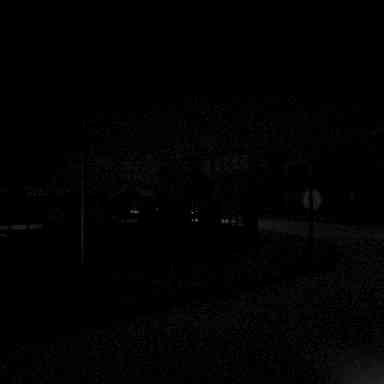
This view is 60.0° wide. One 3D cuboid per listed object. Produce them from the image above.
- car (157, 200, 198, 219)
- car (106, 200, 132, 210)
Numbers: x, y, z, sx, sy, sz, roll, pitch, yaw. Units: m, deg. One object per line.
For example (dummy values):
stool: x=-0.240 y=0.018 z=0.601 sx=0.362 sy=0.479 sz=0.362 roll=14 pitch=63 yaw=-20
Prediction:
car: x=-1.374 y=1.502 z=29.664 sx=1.837 sy=1.490 sz=4.892 roll=0 pitch=0 yaw=-35
car: x=-9.290 y=1.545 z=40.800 sx=2.033 sy=1.411 sz=5.357 roll=0 pitch=0 yaw=-35
